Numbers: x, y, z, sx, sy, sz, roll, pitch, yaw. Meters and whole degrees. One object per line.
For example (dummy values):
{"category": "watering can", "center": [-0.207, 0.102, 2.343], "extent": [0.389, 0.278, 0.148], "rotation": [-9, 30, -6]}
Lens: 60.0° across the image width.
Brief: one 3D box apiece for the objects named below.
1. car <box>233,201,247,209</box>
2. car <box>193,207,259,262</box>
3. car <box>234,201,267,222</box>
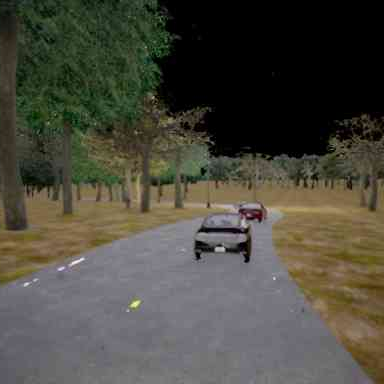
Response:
{"category": "car", "center": [8.339, 2.231, 57.651], "extent": [2.033, 1.411, 5.357], "rotation": [0, -1, 4]}
{"category": "car", "center": [1.264, 1.513, 12.296], "extent": [2.128, 1.511, 4.902], "rotation": [0, 0, 10]}
{"category": "car", "center": [5.131, 1.636, 27.820], "extent": [1.882, 1.535, 5.008], "rotation": [1, 0, 19]}
